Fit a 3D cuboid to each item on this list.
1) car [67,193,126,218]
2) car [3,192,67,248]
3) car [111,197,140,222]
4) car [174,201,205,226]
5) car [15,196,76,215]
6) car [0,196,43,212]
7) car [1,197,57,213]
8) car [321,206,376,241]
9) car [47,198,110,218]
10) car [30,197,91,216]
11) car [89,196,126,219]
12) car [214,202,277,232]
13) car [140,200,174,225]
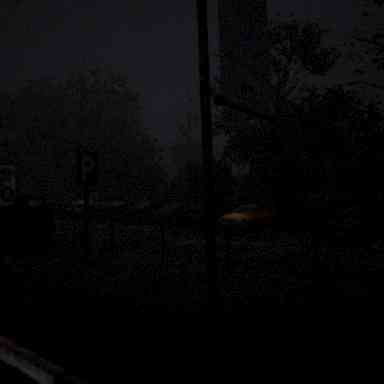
[{"bbox_3d":[-7.785,1.084,28.154,2.435,2.045,5.566,0,0,35],"label":"car"},{"bbox_3d":[-7.853,1.145,12.165,2.435,2.045,5.566,0,0,35],"label":"car"},{"bbox_3d":[-3.239,1.373,24.970,2.097,1.535,5.008,0,0,35],"label":"car"},{"bbox_3d":[1.301,1.439,21.778,2.163,1.488,4.792,0,0,35],"label":"car"},{"bbox_3d":[-14.456,1.270,33.149,1.946,1.575,5.366,1,0,35],"label":"car"},{"bbox_3d":[-19.077,1.246,36.236,2.163,1.488,4.792,1,0,35],"label":"car"},{"bbox_3d":[-16.841,1.279,34.578,2.163,1.488,4.792,1,0,35],"label":"car"},{"bbox_3d":[8.059,1.495,16.911,2.163,1.488,4.792,0,0,35],"label":"car"},{"bbox_3d":[-10.036,1.318,29.779,2.231,1.521,4.892,0,0,35],"label":"car"},{"bbox_3d":[-12.301,1.296,31.387,2.097,1.535,5.008,1,0,35],"label":"car"},{"bbox_3d":[-5.503,1.354,26.576,2.097,1.535,5.008,0,0,35],"label":"car"},{"bbox_3d":[3.440,1.425,19.996,1.946,1.575,5.366,0,0,35],"label":"car"},{"bbox_3d":[-0.975,1.392,23.365,2.231,1.521,4.892,0,0,35],"label":"car"}]
